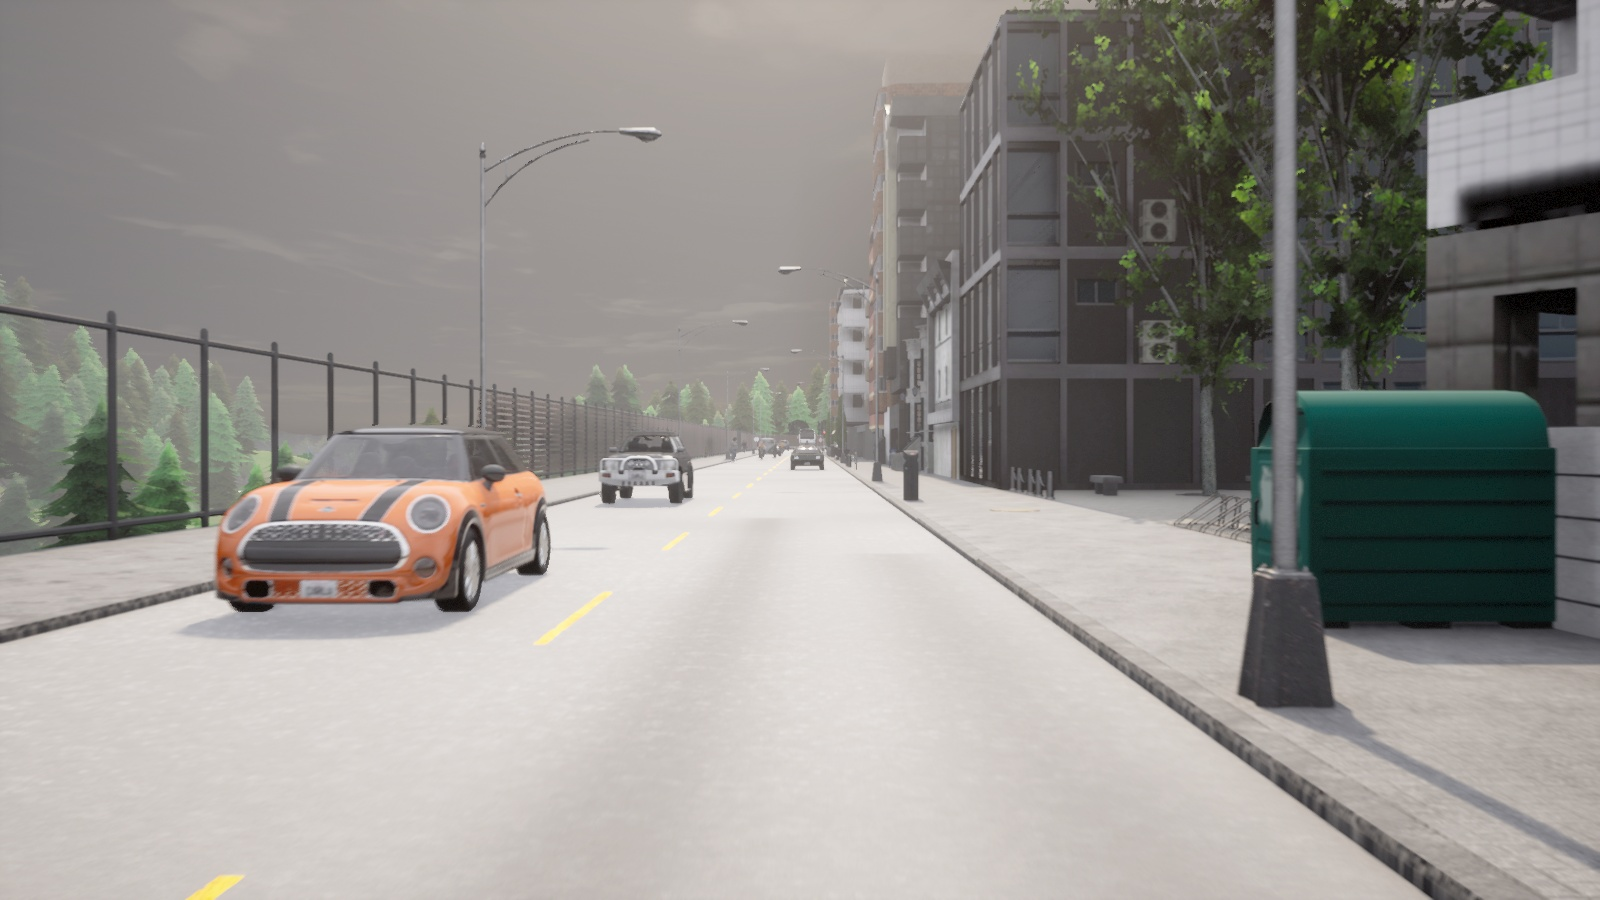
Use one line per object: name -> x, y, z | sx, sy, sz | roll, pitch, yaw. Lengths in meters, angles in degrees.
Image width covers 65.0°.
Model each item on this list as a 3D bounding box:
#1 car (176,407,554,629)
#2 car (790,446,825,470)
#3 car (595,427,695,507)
car -> -3.915, 0.532, 12.294 | 2.097, 1.767, 4.553 | 0, 0, 0
car -> 0.409, 0.448, 70.900 | 1.895, 1.301, 4.718 | 0, 0, 0
car -> -3.807, 0.382, 31.672 | 1.932, 1.855, 4.605 | 0, 0, 0
